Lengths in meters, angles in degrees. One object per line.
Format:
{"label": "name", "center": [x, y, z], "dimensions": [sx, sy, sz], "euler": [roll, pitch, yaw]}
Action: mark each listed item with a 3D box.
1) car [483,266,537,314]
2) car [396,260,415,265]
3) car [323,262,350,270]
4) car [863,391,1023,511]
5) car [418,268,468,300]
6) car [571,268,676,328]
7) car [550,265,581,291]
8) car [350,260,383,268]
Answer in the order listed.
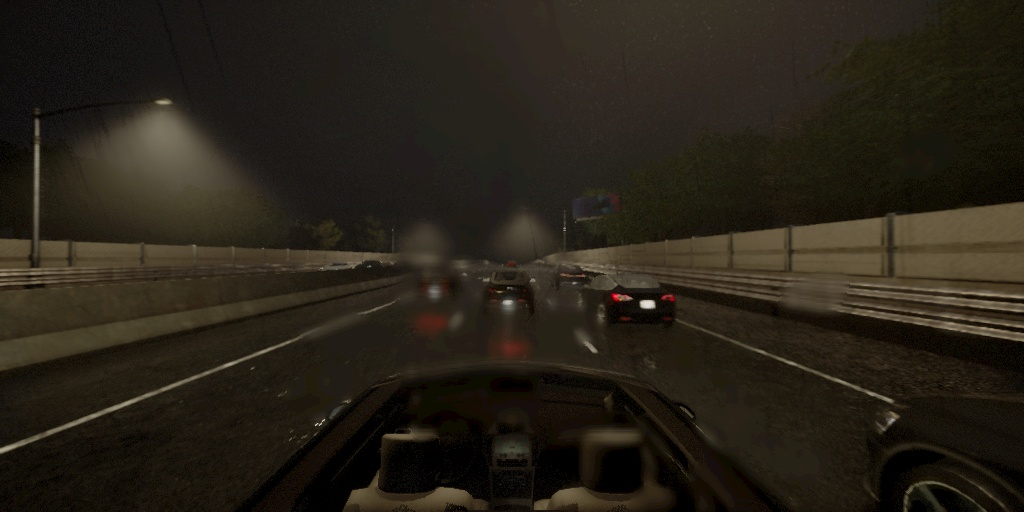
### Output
{"label": "car", "center": [-0.076, 1.307, 14.169], "dimensions": [1.837, 1.490, 4.892], "euler": [0, 0, 0]}
{"label": "car", "center": [-14.000, 1.347, 46.883], "dimensions": [2.097, 1.767, 4.553], "euler": [0, 0, 0]}
{"label": "car", "center": [-21.032, 1.495, 43.590], "dimensions": [1.812, 1.442, 4.674], "euler": [0, -1, 1]}
{"label": "car", "center": [3.500, 1.178, 0.553], "dimensions": [2.033, 1.649, 4.856], "euler": [0, 0, 0]}
{"label": "car", "center": [-3.400, 1.324, 18.159], "dimensions": [1.837, 1.490, 4.892], "euler": [0, 0, 0]}
{"label": "car", "center": [3.500, 1.293, 11.590], "dimensions": [2.163, 1.488, 4.792], "euler": [0, 0, 0]}
{"label": "car", "center": [3.500, 1.334, 22.566], "dimensions": [2.128, 1.511, 4.902], "euler": [0, 0, 0]}
{"label": "car", "center": [-17.527, 1.325, 44.168], "dimensions": [2.097, 1.767, 4.553], "euler": [0, 0, 0]}
